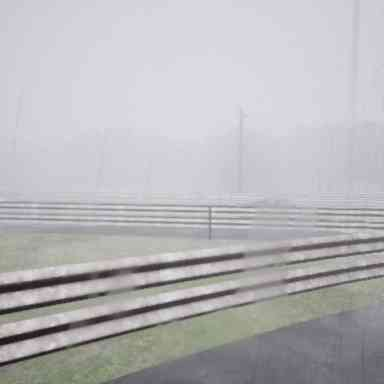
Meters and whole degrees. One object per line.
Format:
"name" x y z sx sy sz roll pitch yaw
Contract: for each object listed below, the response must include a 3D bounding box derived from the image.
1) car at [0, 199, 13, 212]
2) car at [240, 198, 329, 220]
"car" -15.505 0.767 24.427 4.674 1.442 1.812 1 2 6
"car" 5.139 1.135 18.810 4.902 1.511 2.128 1 2 7
